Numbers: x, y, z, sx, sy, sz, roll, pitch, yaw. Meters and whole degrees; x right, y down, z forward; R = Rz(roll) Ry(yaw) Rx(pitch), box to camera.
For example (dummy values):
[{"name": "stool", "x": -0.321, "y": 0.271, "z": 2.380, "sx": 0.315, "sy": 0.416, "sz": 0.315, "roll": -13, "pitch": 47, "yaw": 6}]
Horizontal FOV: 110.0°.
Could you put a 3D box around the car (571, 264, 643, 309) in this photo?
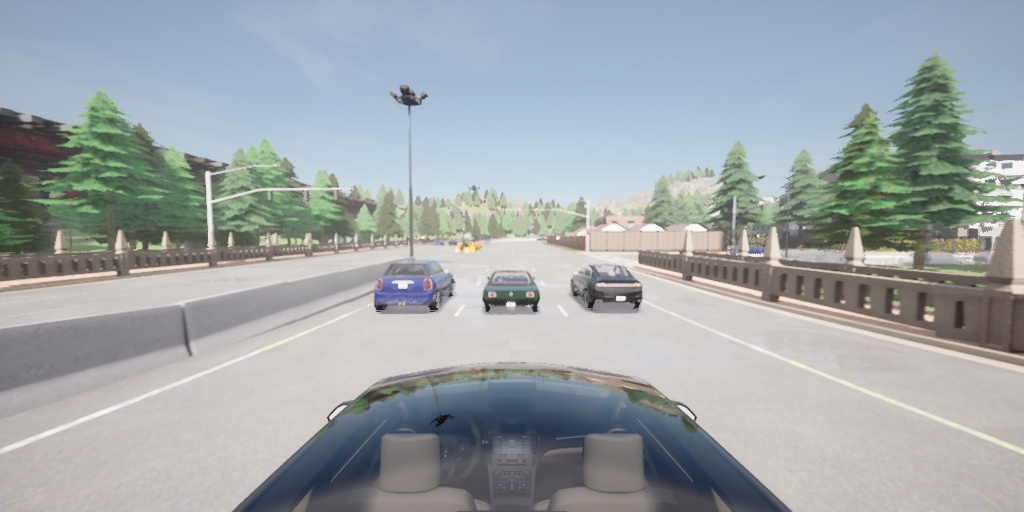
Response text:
[{"name": "car", "x": 3.477, "y": 1.043, "z": 13.858, "sx": 2.128, "sy": 1.511, "sz": 4.902, "roll": 0, "pitch": 3, "yaw": 0}]

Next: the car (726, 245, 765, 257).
[{"name": "car", "x": 28.109, "y": -0.575, "z": 42.772, "sx": 4.674, "sy": 1.442, "sz": 1.812, "roll": 0, "pitch": 3, "yaw": 2}]

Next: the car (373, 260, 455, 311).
[{"name": "car", "x": -3.522, "y": 0.906, "z": 13.710, "sx": 2.097, "sy": 1.767, "sz": 4.553, "roll": 0, "pitch": 2, "yaw": 0}]

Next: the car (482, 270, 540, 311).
[{"name": "car", "x": -0.025, "y": 1.162, "z": 13.572, "sx": 1.895, "sy": 1.301, "sz": 4.718, "roll": 0, "pitch": 2, "yaw": 0}]
